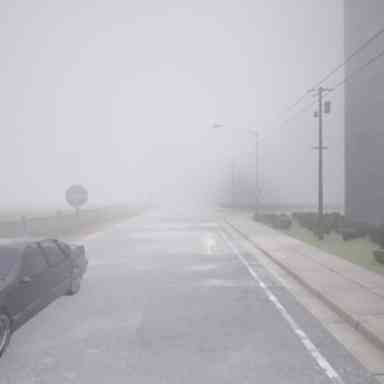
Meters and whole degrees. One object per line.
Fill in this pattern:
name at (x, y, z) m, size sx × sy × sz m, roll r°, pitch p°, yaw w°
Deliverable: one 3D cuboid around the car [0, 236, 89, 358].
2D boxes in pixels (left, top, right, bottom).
car at (-3.499, 1.590, 6.153) m, size 2.033 × 1.411 × 5.357 m, roll 0°, pitch 0°, yaw 0°
